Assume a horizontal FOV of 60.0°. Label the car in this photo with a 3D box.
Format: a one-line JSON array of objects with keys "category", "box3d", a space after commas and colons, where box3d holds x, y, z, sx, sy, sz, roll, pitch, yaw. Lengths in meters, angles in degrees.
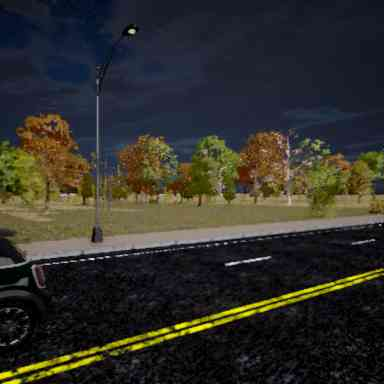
[{"category": "car", "box3d": [-4.446, 1.350, 4.503, 4.553, 1.767, 2.097, 0, 0, -36]}]
